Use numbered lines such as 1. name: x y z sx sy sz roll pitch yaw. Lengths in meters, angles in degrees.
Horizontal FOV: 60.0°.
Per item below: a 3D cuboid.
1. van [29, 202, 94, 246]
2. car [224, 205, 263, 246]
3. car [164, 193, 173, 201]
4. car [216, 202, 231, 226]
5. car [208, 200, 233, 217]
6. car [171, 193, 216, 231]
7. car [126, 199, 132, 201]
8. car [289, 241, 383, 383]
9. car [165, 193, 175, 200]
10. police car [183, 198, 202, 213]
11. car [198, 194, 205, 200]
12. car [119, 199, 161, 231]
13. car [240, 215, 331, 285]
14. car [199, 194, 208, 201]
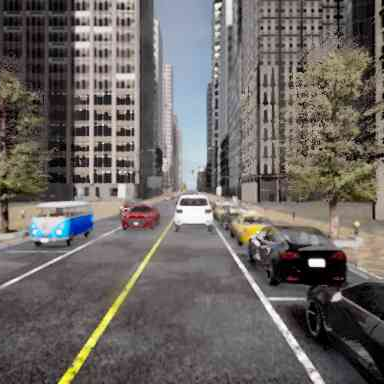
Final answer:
1. van: -5.689 1.337 14.923 1.690 1.788 3.998 0 0 0
2. car: 2.691 1.521 15.095 1.752 1.417 4.829 0 0 0
3. car: -5.791 1.327 81.192 1.967 1.590 4.097 0 0 0
4. car: 2.690 1.543 20.593 2.008 1.369 4.403 0 0 0
5. car: 2.689 1.532 31.931 2.008 1.369 4.403 0 0 0
6. car: 0.096 1.214 20.693 2.150 2.045 5.566 0 0 0
7. car: -5.691 1.421 31.929 1.967 1.590 4.097 0 0 0
8. car: 2.692 1.565 3.588 1.947 1.339 4.313 0 0 0
9. car: -5.725 1.185 86.877 2.192 1.841 5.009 0 0 0
10. police car: 0.095 1.483 38.559 2.038 1.542 4.974 0 1 0
11. car: 2.683 1.292 92.560 1.967 1.590 4.097 0 0 0
12. car: -3.092 1.469 20.946 1.882 1.535 5.008 0 0 0
13. car: 2.691 1.564 9.256 1.947 1.339 4.313 0 0 0
14. car: 2.780 1.327 81.192 1.967 1.590 4.097 0 0 0
